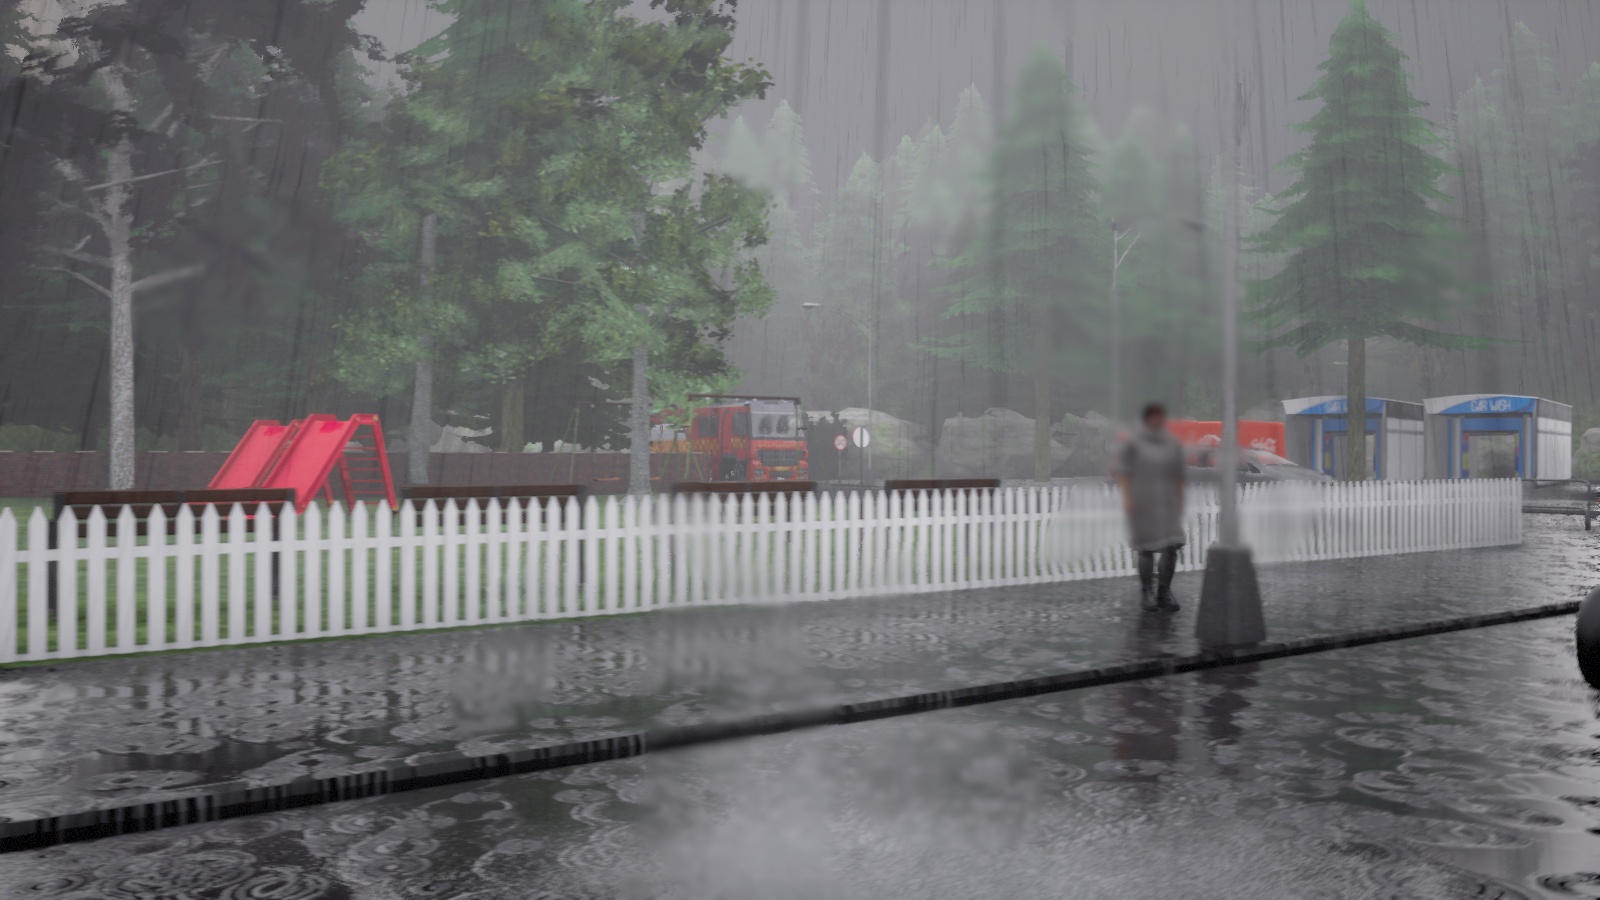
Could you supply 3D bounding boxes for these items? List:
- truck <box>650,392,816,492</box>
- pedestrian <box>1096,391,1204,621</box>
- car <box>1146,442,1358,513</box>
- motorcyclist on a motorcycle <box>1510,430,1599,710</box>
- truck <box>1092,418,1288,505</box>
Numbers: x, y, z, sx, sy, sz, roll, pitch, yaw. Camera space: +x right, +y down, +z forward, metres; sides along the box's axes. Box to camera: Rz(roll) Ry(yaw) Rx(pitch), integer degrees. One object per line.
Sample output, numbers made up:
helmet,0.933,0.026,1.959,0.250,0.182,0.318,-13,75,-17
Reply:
truck,-2.985,-0.285,52.491,2.891,3.827,8.468,0,0,-35
pedestrian,3.082,0.475,11.115,0.659,1.952,0.873,0,0,-4
car,11.391,0.643,31.920,2.242,1.667,4.611,0,0,-35
motorcyclist on a motorcycle,5.597,0.703,8.157,2.350,1.649,0.766,0,0,-35
truck,11.789,0.328,38.334,2.627,2.467,5.204,0,0,-35
